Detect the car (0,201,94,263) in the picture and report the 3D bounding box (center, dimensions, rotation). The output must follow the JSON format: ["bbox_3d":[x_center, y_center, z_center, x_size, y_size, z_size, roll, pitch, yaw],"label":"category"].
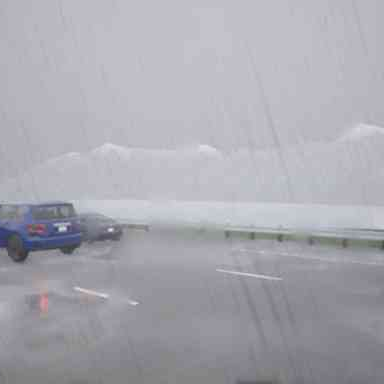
[{"bbox_3d":[-6.563,1.361,12.855,5.566,2.045,2.150,0,0,36],"label":"car"}]

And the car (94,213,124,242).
[{"bbox_3d":[-5.307,1.711,16.269,4.181,1.385,1.994,-1,0,36],"label":"car"}]
